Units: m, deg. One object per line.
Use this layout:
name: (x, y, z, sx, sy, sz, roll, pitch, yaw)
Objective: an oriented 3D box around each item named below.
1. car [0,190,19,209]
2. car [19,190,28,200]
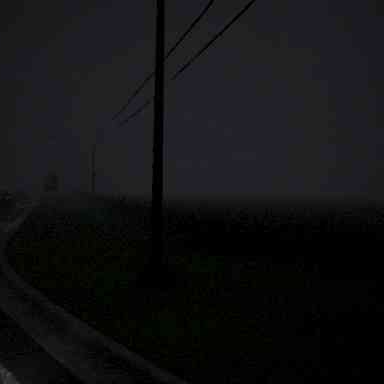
car: (-17.746, 0.606, 30.979, 2.097, 1.767, 4.553, 1, 1, -23)
car: (-25.919, 0.393, 50.244, 2.033, 1.411, 5.357, 1, 1, -23)
